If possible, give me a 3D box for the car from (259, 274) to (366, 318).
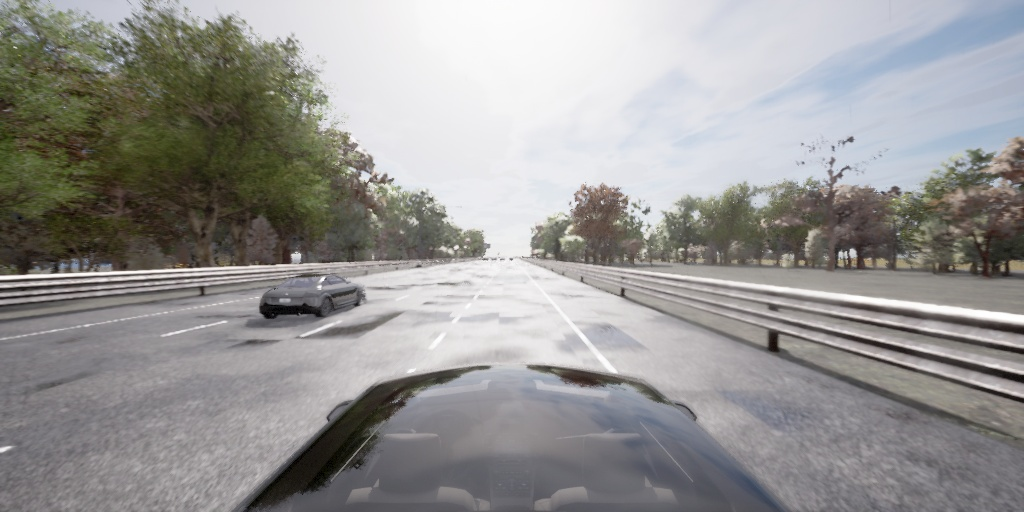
[{"bbox_3d":[-6.950,1.326,12.964,1.994,1.385,4.181,0,0,0],"label":"car"}]
